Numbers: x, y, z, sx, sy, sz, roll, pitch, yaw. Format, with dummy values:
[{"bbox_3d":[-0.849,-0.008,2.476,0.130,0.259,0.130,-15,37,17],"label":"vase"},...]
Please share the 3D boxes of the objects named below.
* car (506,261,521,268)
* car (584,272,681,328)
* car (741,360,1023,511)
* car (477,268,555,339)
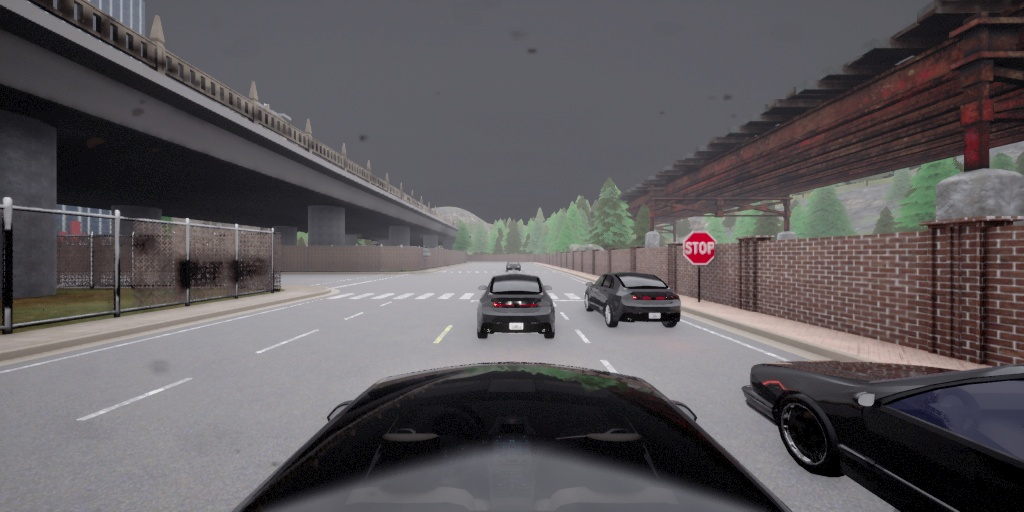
[{"bbox_3d":[0.166,1.351,46.360,1.895,1.301,4.718,0,0,-1],"label":"car"},{"bbox_3d":[3.596,1.255,11.443,1.837,1.490,4.892,0,0,0],"label":"car"},{"bbox_3d":[3.600,1.297,1.697,2.033,1.411,5.357,0,0,0],"label":"car"},{"bbox_3d":[0.095,1.255,10.083,1.837,1.490,4.892,0,0,0],"label":"car"}]
